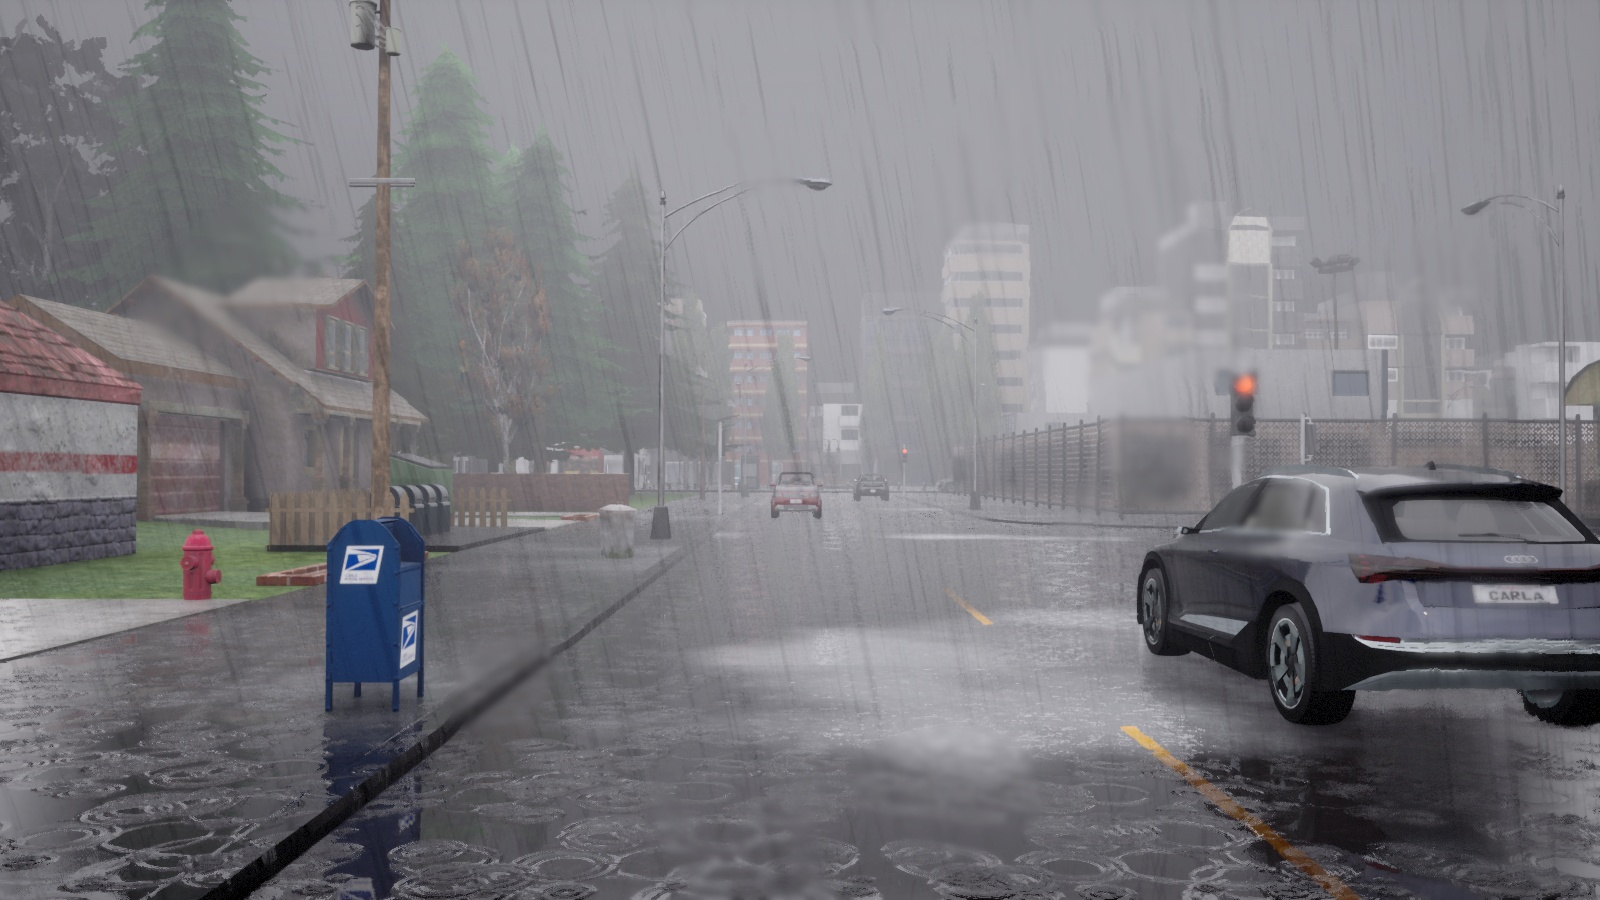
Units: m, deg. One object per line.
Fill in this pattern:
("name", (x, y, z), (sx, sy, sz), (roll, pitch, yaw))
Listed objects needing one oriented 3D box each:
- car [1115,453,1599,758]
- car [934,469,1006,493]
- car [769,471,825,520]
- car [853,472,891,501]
("car", (3.983, 0.884, 9.267), (2.033, 1.649, 4.856), (0, -1, -1))
("car", (12.189, 2.206, 90.164), (4.856, 1.649, 2.033), (0, -1, 0))
("car", (-0.109, 1.501, 42.247), (1.789, 1.549, 3.705), (0, -1, 0))
("car", (3.826, 1.944, 67.558), (1.816, 1.474, 4.193), (0, -1, 0))
